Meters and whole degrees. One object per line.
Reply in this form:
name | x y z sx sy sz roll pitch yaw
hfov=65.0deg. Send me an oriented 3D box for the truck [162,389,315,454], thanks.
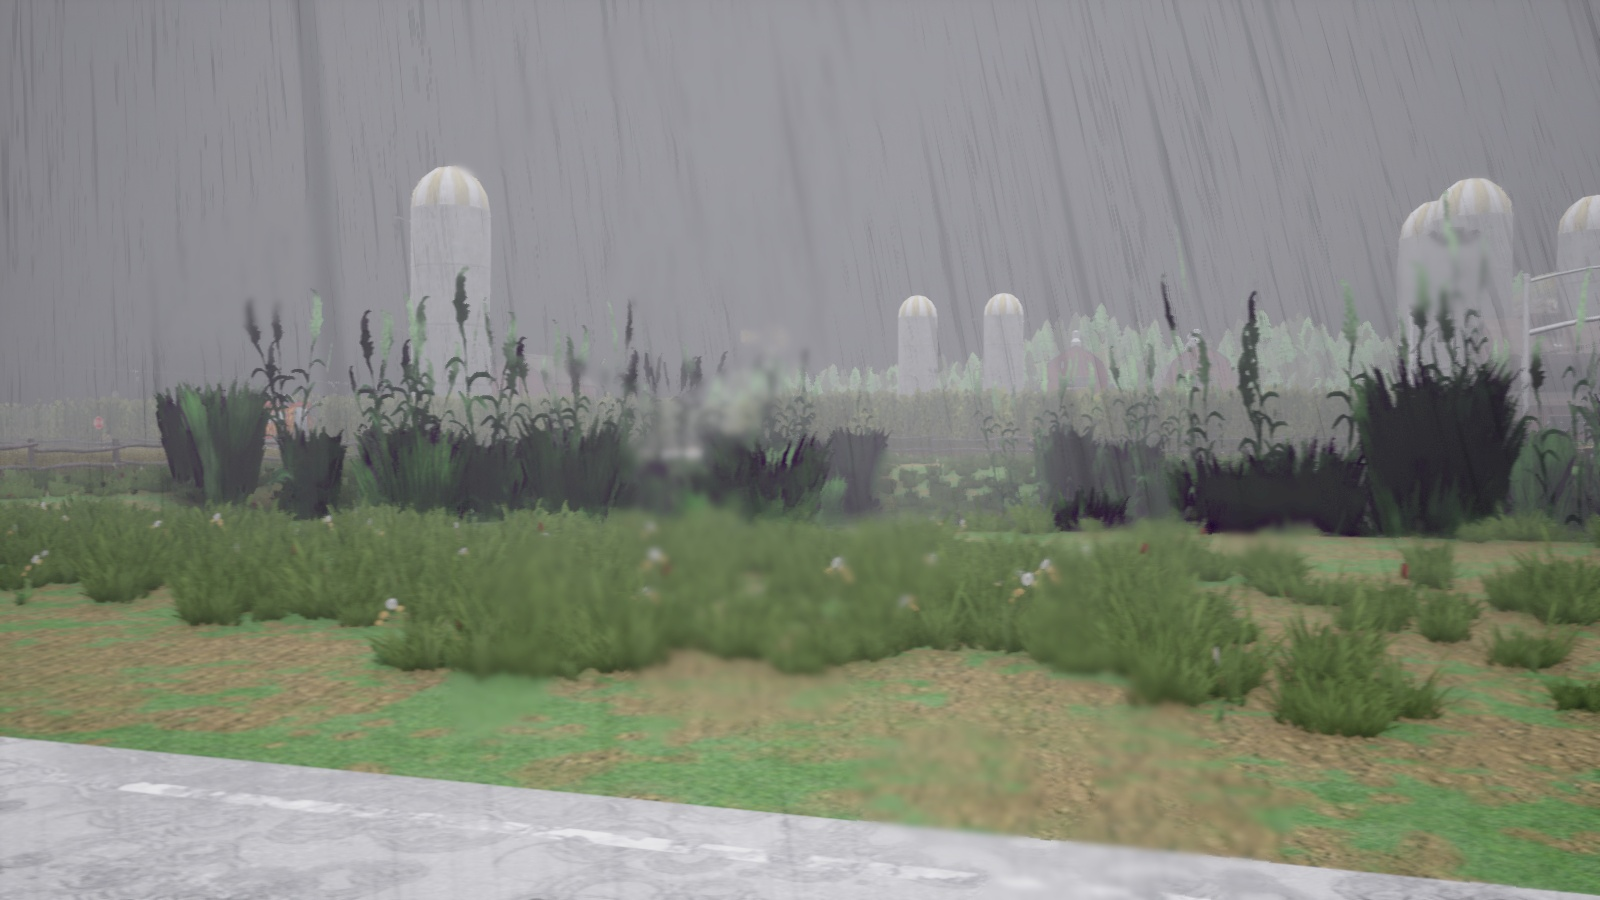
truck | -34.198 -1.722 76.539 8.468 3.827 2.891 0 1 13
